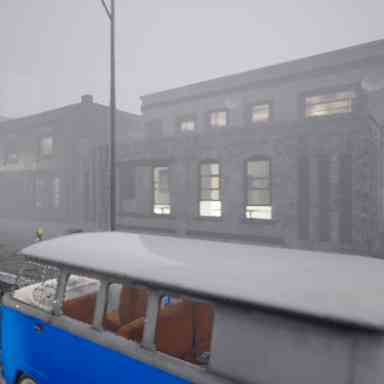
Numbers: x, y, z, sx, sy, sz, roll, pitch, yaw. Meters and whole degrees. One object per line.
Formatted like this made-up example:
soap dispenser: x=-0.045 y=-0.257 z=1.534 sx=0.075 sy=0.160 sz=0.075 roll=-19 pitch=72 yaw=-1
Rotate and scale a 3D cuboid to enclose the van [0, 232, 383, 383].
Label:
van: x=-0.132 y=1.346 z=2.965 sx=3.998 sy=1.788 sz=1.690 roll=0 pitch=0 yaw=36
